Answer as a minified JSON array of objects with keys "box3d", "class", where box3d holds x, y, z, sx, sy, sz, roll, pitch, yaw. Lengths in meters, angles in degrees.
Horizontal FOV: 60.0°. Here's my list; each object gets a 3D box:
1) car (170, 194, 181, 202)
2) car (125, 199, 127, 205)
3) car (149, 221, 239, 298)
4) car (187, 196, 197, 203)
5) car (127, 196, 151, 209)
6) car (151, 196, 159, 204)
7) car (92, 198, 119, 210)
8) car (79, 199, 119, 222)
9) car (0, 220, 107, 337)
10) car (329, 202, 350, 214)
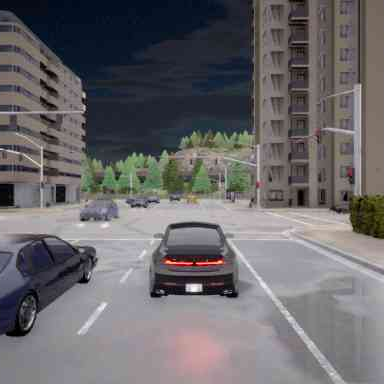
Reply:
[{"box3d":[-3.625,1.194,72.963,2.097,1.767,4.553,0,0,0],"class":"car"},{"box3d":[-10.667,1.547,60.313,2.033,1.411,5.357,0,0,0],"class":"car"},{"box3d":[0.049,1.505,8.505,1.837,1.490,4.892,0,0,0],"class":"car"},{"box3d":[-0.037,1.477,70.059,1.882,1.535,5.008,0,0,0],"class":"car"},{"box3d":[-7.160,1.564,45.677,1.994,1.385,4.181,0,0,-1],"class":"car"},{"box3d":[-7.169,1.477,61.444,1.882,1.535,5.008,0,0,0],"class":"car"},{"box3d":[-11.018,1.564,42.811,1.994,1.385,4.181,0,0,6],"class":"car"},{"box3d":[-7.144,1.352,25.971,2.097,1.767,4.553,0,0,0],"class":"car"},{"box3d":[-3.461,1.547,6.576,2.033,1.411,5.357,0,0,0],"class":"car"},{"box3d":[17.286,1.547,34.639,5.357,1.411,2.033,0,0,0],"class":"car"}]
